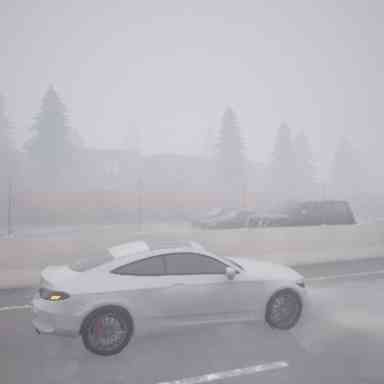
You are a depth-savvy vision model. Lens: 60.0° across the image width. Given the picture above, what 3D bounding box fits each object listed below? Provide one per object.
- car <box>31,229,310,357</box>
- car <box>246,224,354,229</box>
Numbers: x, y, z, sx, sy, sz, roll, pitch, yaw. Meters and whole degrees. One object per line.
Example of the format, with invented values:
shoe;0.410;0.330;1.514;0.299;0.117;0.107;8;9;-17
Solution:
car;-0.221;1.573;5.837;4.674;1.442;1.812;1;0;-19
car;5.113;1.373;15.581;5.566;2.045;2.150;0;0;-24
